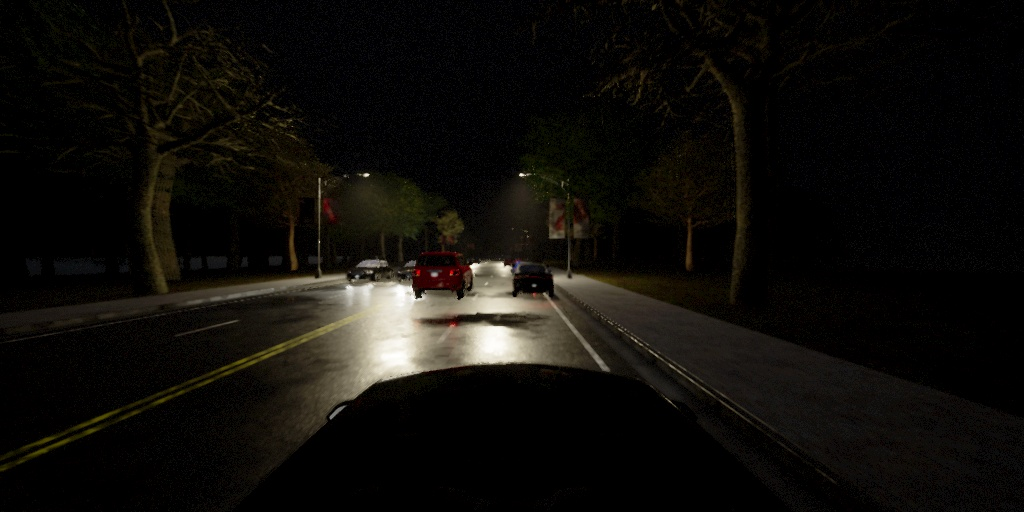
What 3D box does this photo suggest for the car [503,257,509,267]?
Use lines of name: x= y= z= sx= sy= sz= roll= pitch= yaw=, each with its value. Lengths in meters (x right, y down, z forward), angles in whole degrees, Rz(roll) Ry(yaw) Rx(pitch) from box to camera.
car: x=-0.267 y=0.892 z=53.190 sx=1.812 sy=1.442 sz=4.674 roll=0 pitch=1 yaw=0

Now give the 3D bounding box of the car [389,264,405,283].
car: x=-6.664 y=1.040 z=25.440 sx=2.128 sy=1.511 sz=4.902 roll=0 pitch=0 yaw=0

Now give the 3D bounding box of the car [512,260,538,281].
car: x=0.898 y=1.058 z=27.822 sx=1.812 sy=1.442 sz=4.674 roll=0 pitch=0 yaw=0

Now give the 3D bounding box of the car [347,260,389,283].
car: x=-9.913 y=1.040 z=25.406 sx=2.128 sy=1.511 sz=4.902 roll=0 pitch=0 yaw=0

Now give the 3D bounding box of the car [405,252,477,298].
car: x=-3.182 y=0.833 z=17.338 sx=2.150 sy=2.045 sz=5.566 roll=0 pitch=0 yaw=0

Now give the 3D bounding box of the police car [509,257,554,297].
police car: x=0.942 y=1.033 z=17.919 sx=1.930 sy=1.638 sz=5.238 roll=0 pitch=0 yaw=0
